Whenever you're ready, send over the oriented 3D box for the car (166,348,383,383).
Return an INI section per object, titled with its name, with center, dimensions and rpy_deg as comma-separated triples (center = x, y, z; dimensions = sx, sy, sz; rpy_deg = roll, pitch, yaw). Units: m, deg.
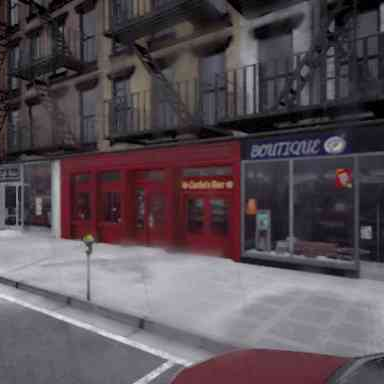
[car]
center = 1.581, 1.581, 1.684
dimensions = 4.206, 1.307, 1.802
rpy_deg = 0, 0, 35
